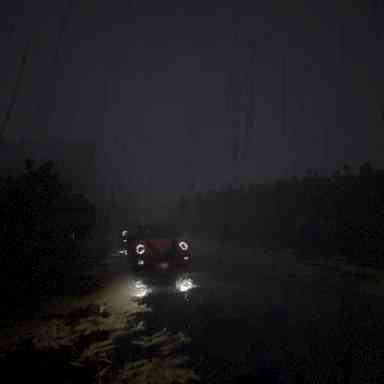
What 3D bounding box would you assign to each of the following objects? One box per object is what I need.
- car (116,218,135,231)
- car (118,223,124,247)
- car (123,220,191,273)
[{"bbox_3d":[-7.712,3.681,38.213,1.895,1.301,4.718,-2,-3,-15],"label":"car"},{"bbox_3d":[-4.062,2.806,23.698,2.097,1.767,4.553,-2,-3,-14],"label":"car"},{"bbox_3d":[-1.525,2.122,13.817,2.097,1.767,4.553,-2,-3,-14],"label":"car"}]
